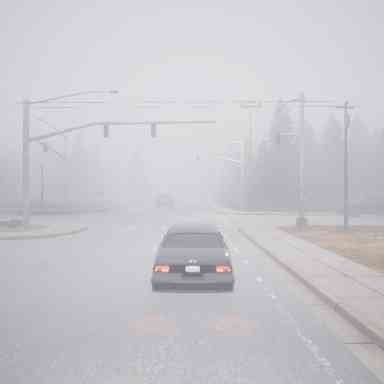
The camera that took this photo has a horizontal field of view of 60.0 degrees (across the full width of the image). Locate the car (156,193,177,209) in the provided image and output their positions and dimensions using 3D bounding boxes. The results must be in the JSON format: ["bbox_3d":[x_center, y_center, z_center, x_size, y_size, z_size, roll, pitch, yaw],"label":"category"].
[{"bbox_3d":[-3.677,1.221,45.653,2.150,2.045,5.566,0,0,0],"label":"car"}]

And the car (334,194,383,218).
[{"bbox_3d":[15.721,1.245,29.643,5.566,2.045,2.150,0,0,1],"label":"car"}]

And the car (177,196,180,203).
[{"bbox_3d":[-3.664,1.351,56.227,2.097,1.767,4.553,0,0,0],"label":"car"}]

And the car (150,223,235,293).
[{"bbox_3d":[0.034,1.545,9.000,2.033,1.411,5.357,0,0,1],"label":"car"}]
